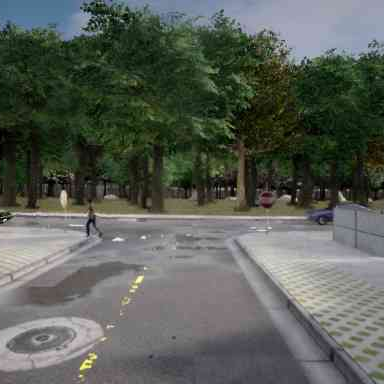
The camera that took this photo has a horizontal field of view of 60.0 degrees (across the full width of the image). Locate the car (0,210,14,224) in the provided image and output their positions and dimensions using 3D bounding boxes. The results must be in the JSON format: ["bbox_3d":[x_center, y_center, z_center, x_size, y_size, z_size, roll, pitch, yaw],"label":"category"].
[{"bbox_3d":[-13.804,1.395,20.759,4.718,1.301,1.895,1,1,0],"label":"car"}]

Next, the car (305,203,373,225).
[{"bbox_3d":[10.486,1.548,23.557,4.674,1.442,1.812,0,1,0],"label":"car"}]

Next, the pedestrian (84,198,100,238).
[{"bbox_3d":[-4.560,1.140,15.050,0.375,1.860,0.375,-1,1,0],"label":"pedestrian"}]
